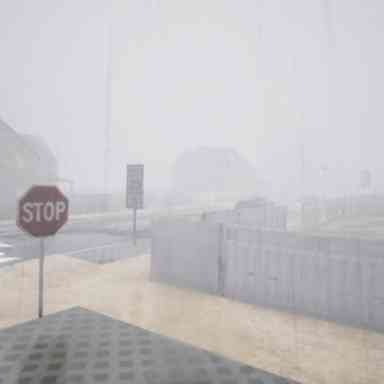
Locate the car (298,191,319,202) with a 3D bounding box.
[{"bbox_3d":[16.054,0.660,45.618,1.812,1.442,4.674,2,2,37],"label":"car"}]

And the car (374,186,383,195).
[{"bbox_3d":[45.427,-0.329,80.401,2.150,2.045,5.566,2,2,37],"label":"car"}]

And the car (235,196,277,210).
[{"bbox_3d":[5.194,1.074,26.453,1.837,1.490,4.892,2,2,37],"label":"car"}]
